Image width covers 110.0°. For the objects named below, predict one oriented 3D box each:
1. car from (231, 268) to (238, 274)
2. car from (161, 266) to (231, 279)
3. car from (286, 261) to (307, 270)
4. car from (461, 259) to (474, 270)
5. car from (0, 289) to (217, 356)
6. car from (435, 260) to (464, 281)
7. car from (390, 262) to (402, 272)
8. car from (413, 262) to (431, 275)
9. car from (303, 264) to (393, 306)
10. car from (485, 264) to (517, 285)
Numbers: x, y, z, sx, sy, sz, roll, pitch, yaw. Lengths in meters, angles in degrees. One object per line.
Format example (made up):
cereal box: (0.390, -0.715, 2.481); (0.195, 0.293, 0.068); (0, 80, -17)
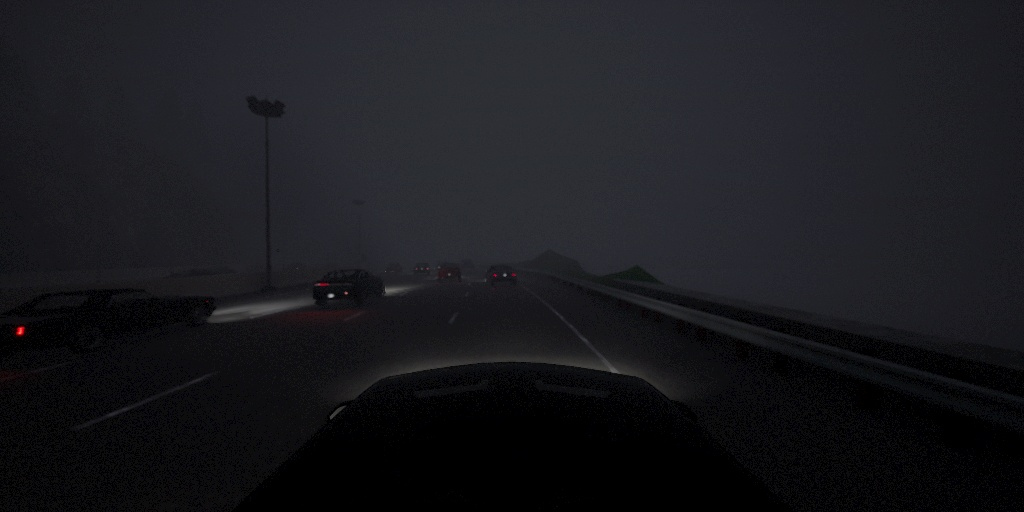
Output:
car: (-32.061, 1.757, 39.230); (1.994, 1.385, 4.181); (-1, 0, -12)
car: (-22.595, 1.626, 25.445); (1.994, 1.385, 4.181); (-1, 0, -7)
car: (-32.316, 1.681, 53.940); (1.882, 1.535, 5.008); (-1, 0, -17)
car: (-7.377, 1.226, 56.616); (2.097, 1.767, 4.553); (-1, 0, -16)
car: (-10.164, 1.489, 9.132); (1.895, 1.301, 4.718); (-1, 0, -3)
car: (-5.392, 1.313, 31.124); (1.882, 1.535, 5.008); (0, 0, -9)
car: (-16.439, 1.555, 50.154); (1.994, 1.385, 4.181); (-1, 0, -16)
car: (-10.419, 1.454, 41.543); (2.033, 1.411, 5.357); (-1, 0, -14)
car: (-7.330, 1.346, 16.513); (2.128, 1.511, 4.902); (-1, 0, -5)
car: (-0.875, 1.321, 26.248); (2.033, 1.411, 5.357); (-1, 0, -9)
